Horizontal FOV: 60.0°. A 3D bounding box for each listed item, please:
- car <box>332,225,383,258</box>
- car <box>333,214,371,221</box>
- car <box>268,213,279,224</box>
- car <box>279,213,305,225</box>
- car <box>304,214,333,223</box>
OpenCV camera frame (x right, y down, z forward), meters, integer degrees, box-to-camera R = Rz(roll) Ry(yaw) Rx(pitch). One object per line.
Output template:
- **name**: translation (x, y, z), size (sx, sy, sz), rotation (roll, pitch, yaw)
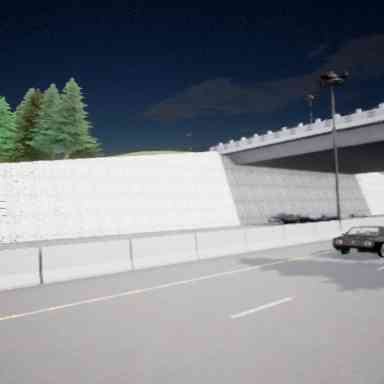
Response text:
- **car**: translation (8.554, 2.204, 15.499), size (4.718, 1.301, 1.895), rotation (1, -4, -39)
- **car**: translation (18.185, 3.097, 37.257), size (4.718, 1.301, 1.895), rotation (1, -4, -39)
- **car**: translation (12.570, 3.653, 46.211), size (4.902, 1.511, 2.128), rotation (1, -4, -39)
- **car**: translation (13.717, 3.530, 42.626), size (4.718, 1.301, 1.895), rotation (1, -4, -39)
- **car**: translation (15.958, 3.314, 39.948), size (4.718, 1.301, 1.895), rotation (1, -4, -39)
